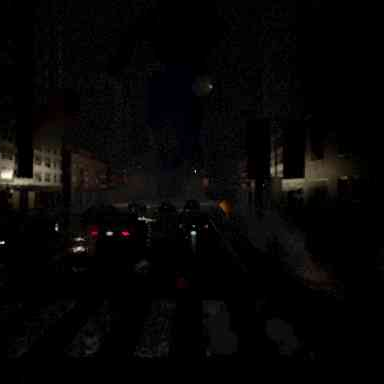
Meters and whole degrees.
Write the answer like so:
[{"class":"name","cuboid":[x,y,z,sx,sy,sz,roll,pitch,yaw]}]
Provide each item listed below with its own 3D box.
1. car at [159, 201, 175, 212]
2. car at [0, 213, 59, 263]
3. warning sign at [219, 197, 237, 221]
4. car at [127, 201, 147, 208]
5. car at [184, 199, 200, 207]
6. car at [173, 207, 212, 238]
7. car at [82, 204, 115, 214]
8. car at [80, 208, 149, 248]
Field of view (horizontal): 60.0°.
[{"class":"car","cuboid":[-3.310,1.902,44.288,1.994,1.385,4.181,0,0,0]},{"class":"car","cuboid":[-6.607,1.583,12.345,2.128,1.511,4.902,0,0,0]},{"class":"warning sign","cuboid":[2.816,1.325,26.355,1.300,1.860,1.060,0,0,0]},{"class":"car","cuboid":[-6.625,1.793,40.151,2.128,1.511,4.902,0,-1,0]},{"class":"car","cuboid":[-0.053,1.701,45.228,2.097,1.767,4.553,0,-1,0]},{"class":"car","cuboid":[0.074,1.749,18.740,1.895,1.301,4.718,0,0,0]},{"class":"car","cuboid":[-6.633,1.658,24.351,1.882,1.535,5.008,0,-1,0]},{"class":"car","cuboid":[-3.169,1.665,15.276,2.033,1.411,5.357,0,0,0]}]
